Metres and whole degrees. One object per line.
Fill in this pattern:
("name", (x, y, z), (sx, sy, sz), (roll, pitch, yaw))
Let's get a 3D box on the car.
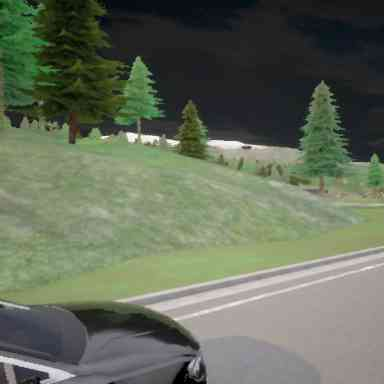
("car", (-2.086, 1.492, 2.242), (4.902, 1.511, 2.128), (0, 0, -36))
